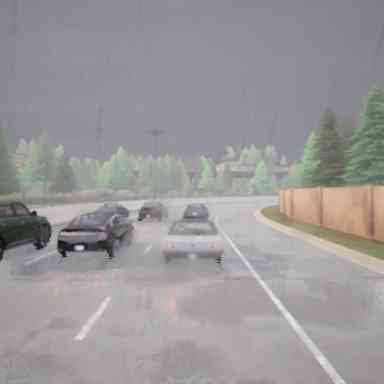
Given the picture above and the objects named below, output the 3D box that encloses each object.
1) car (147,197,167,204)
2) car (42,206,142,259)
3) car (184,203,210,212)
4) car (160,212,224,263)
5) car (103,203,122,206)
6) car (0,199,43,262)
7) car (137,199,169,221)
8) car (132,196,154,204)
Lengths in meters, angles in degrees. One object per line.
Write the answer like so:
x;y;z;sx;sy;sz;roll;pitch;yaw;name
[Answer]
-7.017;1.684;66.605;1.812;1.442;4.674;0;0;25;car
-3.453;1.522;12.700;2.128;1.511;4.902;0;0;0;car
0.425;1.631;27.596;1.994;1.385;4.181;0;0;5;car
0.040;1.630;12.098;1.895;1.301;4.718;0;0;0;car
-6.583;1.631;27.720;1.994;1.385;4.181;0;0;5;car
-6.964;1.251;11.578;2.150;2.045;5.566;0;0;0;car
-3.097;1.572;27.497;1.837;1.490;4.892;0;0;5;car
-10.078;1.688;68.339;2.128;1.511;4.902;0;0;25;car
